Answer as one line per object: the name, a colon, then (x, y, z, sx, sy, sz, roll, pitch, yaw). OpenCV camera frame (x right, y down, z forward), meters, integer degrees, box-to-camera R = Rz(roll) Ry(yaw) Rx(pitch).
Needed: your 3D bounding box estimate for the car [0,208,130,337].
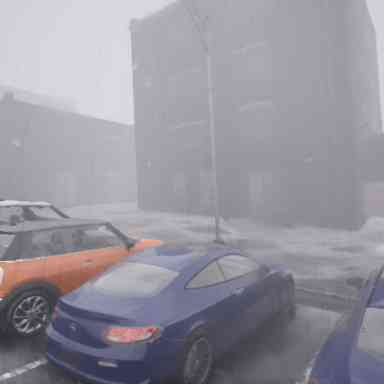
car: (-2.317, 1.334, 6.932, 2.185, 1.767, 4.553, 0, 0, 35)

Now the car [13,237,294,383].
car: (0.092, 1.510, 5.250, 2.002, 1.452, 4.674, 0, 0, 35)

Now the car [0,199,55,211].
car: (-4.572, 1.199, 8.614, 2.435, 2.045, 5.566, 0, 0, 35)
